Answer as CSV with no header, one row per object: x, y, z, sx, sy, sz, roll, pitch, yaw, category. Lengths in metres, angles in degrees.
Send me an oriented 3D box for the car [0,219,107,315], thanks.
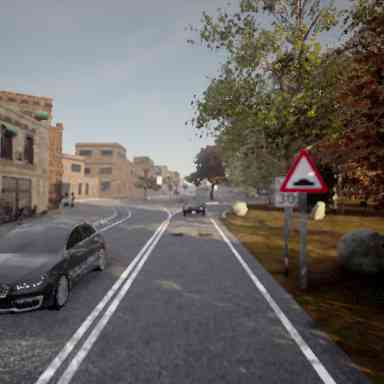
-3.369,1.464,7.802,1.837,1.490,4.892,0,1,0,car

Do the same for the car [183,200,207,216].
0.346,1.335,29.188,1.895,1.301,4.718,0,1,5,car
